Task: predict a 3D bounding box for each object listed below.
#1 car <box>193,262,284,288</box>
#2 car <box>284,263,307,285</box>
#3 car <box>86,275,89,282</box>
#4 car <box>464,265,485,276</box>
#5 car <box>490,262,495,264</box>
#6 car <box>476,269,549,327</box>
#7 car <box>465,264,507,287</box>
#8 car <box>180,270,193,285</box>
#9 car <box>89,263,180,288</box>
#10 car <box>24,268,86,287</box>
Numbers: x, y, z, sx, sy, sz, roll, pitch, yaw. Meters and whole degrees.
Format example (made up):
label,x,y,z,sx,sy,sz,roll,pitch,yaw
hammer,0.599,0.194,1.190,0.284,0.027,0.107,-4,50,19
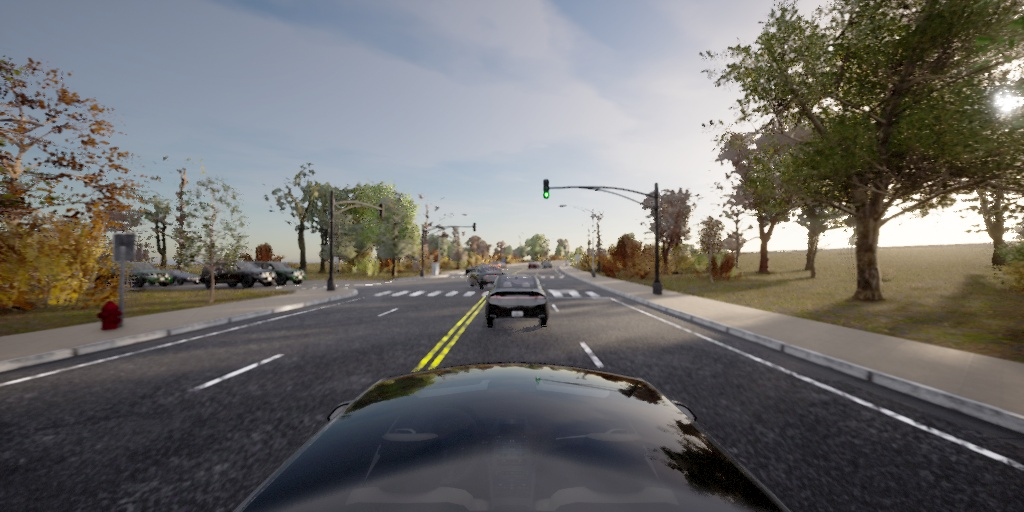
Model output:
label,x,y,z,sx,sy,sz,roll,pitch,yaw
car,-21.379,1.448,28.091,5.566,2.045,2.150,-1,-1,10
car,-20.923,1.517,31.310,5.566,2.045,2.150,-1,-1,10
car,-42.002,2.100,34.884,5.357,1.411,2.033,-1,-1,10
car,-4.924,1.880,47.823,1.895,1.301,4.718,0,-1,5
car,-4.144,1.927,57.469,2.033,1.411,5.357,0,-1,5
car,0.153,1.372,12.150,2.128,1.511,4.902,0,-1,0
car,-1.793,1.524,25.251,2.128,1.511,4.902,0,-1,-18
car,-31.139,1.970,33.034,5.357,1.411,2.033,-1,-1,10
car,-31.304,1.571,29.772,5.566,2.045,2.150,-1,-1,10
car,-40.760,1.816,31.379,4.553,1.767,2.097,-1,-1,10
